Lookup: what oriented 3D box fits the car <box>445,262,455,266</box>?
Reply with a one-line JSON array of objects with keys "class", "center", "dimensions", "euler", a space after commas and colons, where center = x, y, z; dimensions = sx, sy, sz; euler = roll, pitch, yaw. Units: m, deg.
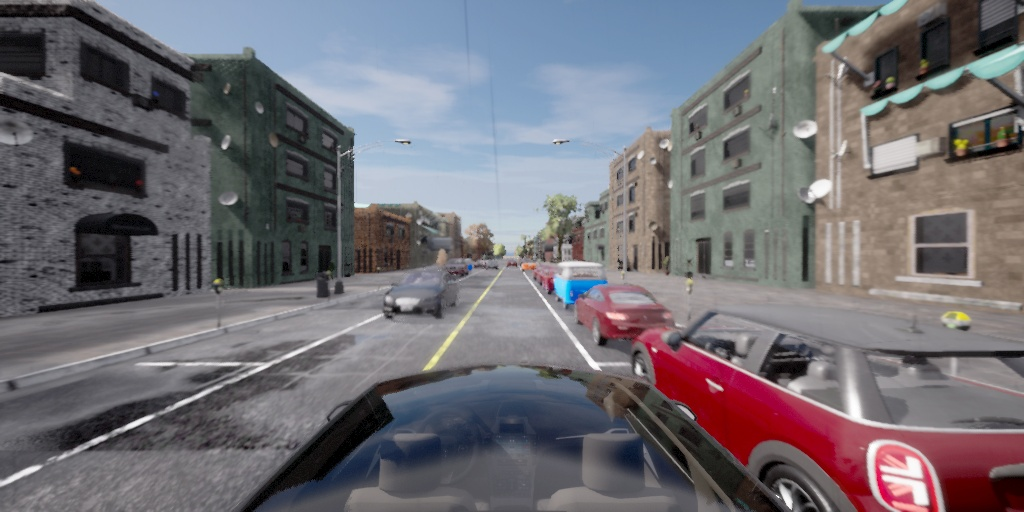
[{"class": "car", "center": [-5.681, 1.381, 25.882], "dimensions": [2.007, 1.370, 4.403], "euler": [0, 0, 0]}]

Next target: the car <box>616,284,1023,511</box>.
[{"class": "car", "center": [2.694, 1.196, 3.689], "dimensions": [1.967, 1.591, 4.097], "euler": [0, 0, 0]}]

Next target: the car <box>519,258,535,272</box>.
[{"class": "car", "center": [2.398, 1.258, 49.328], "dimensions": [2.097, 1.767, 4.553], "euler": [0, 0, 0]}]

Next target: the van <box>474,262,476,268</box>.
[{"class": "van", "center": [-5.678, 1.225, 42.527], "dimensions": [1.690, 1.789, 3.998], "euler": [0, 0, 0]}]

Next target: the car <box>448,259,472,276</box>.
[{"class": "car", "center": [-5.679, 1.181, 36.979], "dimensions": [2.192, 1.841, 5.009], "euler": [0, 0, 0]}]

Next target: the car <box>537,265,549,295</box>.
[{"class": "car", "center": [2.698, 1.356, 20.334], "dimensions": [1.888, 1.381, 4.507], "euler": [0, 0, 0]}]

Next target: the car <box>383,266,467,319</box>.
[{"class": "car", "center": [-3.098, 1.279, 13.013], "dimensions": [2.128, 1.511, 4.902], "euler": [0, 0, 0]}]

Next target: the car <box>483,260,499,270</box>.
[{"class": "car", "center": [-3.040, 1.429, 55.447], "dimensions": [1.837, 1.490, 4.892], "euler": [0, 0, 1]}]

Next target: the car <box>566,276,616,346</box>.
[{"class": "car", "center": [2.696, 1.356, 9.237], "dimensions": [1.802, 1.307, 4.207], "euler": [0, 0, 0]}]

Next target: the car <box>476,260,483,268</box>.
[{"class": "car", "center": [-5.672, 1.396, 64.721], "dimensions": [1.967, 1.591, 4.097], "euler": [0, 0, 0]}]

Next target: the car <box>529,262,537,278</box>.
[{"class": "car", "center": [2.701, 1.429, 31.431], "dimensions": [1.802, 1.307, 4.207], "euler": [0, 0, 0]}]

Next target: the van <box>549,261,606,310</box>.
[{"class": "van", "center": [2.696, 1.133, 14.786], "dimensions": [1.690, 1.789, 3.998], "euler": [0, 0, 0]}]

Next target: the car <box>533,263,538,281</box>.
[{"class": "car", "center": [2.699, 1.411, 25.882], "dimensions": [1.802, 1.307, 4.207], "euler": [0, 0, 0]}]
